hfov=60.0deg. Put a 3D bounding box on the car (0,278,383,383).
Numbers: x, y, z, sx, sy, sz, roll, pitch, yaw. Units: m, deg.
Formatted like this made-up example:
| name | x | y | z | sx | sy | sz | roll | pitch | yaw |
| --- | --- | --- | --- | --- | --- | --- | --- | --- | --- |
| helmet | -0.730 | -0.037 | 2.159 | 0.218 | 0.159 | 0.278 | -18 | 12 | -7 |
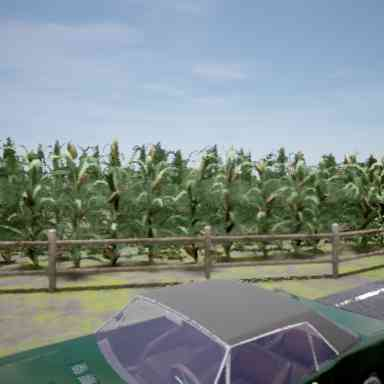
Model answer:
| name | x | y | z | sx | sy | sz | roll | pitch | yaw |
| --- | --- | --- | --- | --- | --- | --- | --- | --- | --- |
| car | -0.046 | 1.618 | 2.892 | 4.718 | 1.301 | 1.895 | 0 | 0 | -36 |
